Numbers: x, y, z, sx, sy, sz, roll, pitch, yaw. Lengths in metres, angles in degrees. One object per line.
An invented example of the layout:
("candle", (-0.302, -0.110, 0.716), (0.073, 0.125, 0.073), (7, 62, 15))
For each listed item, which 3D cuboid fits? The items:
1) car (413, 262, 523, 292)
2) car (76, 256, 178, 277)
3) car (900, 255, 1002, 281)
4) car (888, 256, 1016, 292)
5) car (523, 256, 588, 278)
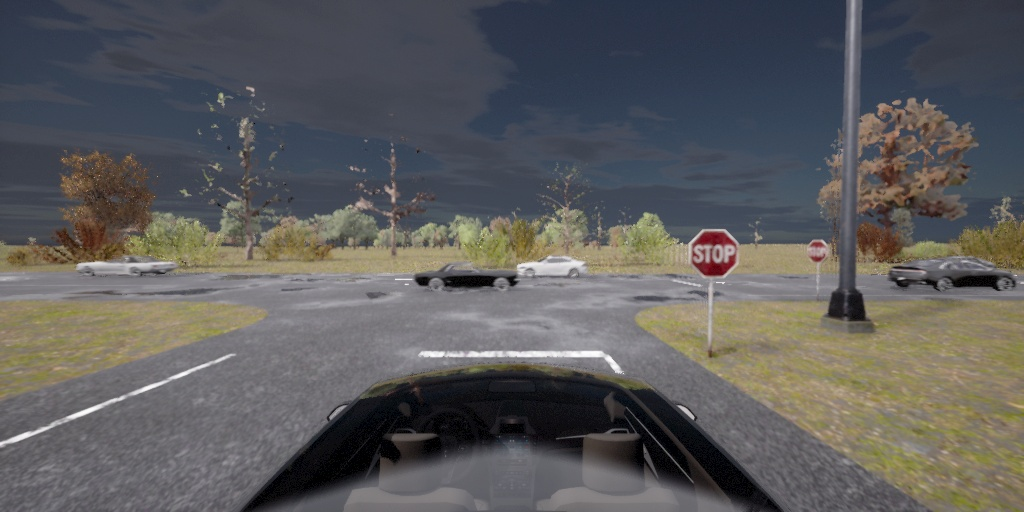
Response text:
("car", (-2.010, 0.942, 16.718), (4.718, 1.301, 1.895), (0, 2, -1))
("car", (-24.732, 0.661, 23.076), (4.718, 1.301, 1.895), (0, 2, -2))
("car", (30.035, 0.795, 24.624), (4.892, 1.490, 1.837), (-1, 2, -2))
("car", (21.197, 0.903, 17.347), (4.902, 1.511, 2.128), (0, 2, -2))
("car", (2.671, 0.713, 23.831), (4.674, 1.442, 1.812), (0, 2, -1))
